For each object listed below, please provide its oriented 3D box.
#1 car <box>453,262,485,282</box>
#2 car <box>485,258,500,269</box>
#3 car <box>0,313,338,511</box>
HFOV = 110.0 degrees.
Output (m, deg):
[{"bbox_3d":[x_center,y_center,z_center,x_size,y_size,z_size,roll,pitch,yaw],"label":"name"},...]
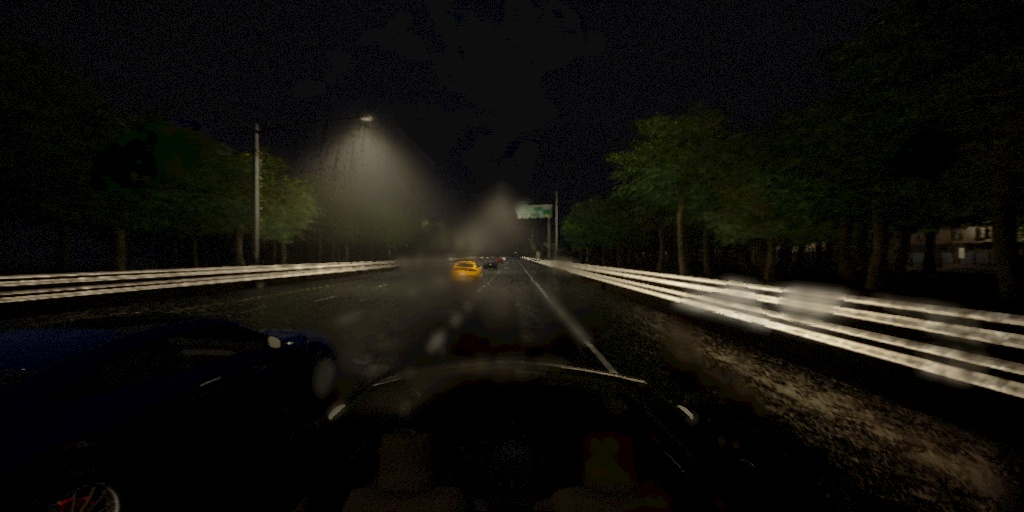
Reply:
[{"bbox_3d":[-3.470,1.233,28.587,1.882,1.535,5.008,0,0,0],"label":"car"},{"bbox_3d":[-3.360,1.304,56.562,1.994,1.385,4.181,0,0,0],"label":"car"},{"bbox_3d":[-3.499,1.275,3.414,1.812,1.442,4.674,0,0,0],"label":"car"}]
